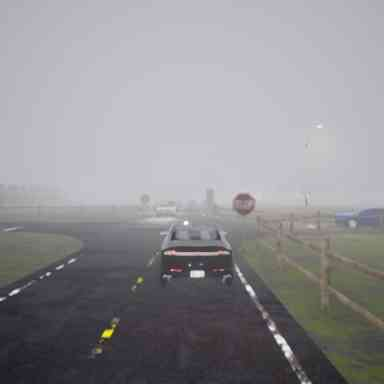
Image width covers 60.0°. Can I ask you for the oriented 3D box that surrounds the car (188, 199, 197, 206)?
[{"bbox_3d":[0.072,2.212,69.947,1.882,1.535,5.008,0,-1,0],"label":"car"}]

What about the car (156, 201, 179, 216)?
[{"bbox_3d":[-2.882,1.998,37.643,1.895,1.301,4.718,0,-1,1],"label":"car"}]

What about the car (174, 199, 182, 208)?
[{"bbox_3d":[-2.844,1.974,47.126,1.882,1.535,5.008,0,-1,0],"label":"car"}]

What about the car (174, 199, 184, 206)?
[{"bbox_3d":[-2.752,2.302,72.812,1.994,1.385,4.181,0,-1,0],"label":"car"}]

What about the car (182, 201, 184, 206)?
[{"bbox_3d":[-2.831,2.178,58.366,1.994,1.385,4.181,0,-1,0],"label":"car"}]

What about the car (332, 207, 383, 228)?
[{"bbox_3d":[12.979,1.852,24.560,5.008,1.535,1.882,0,0,0],"label":"car"}]

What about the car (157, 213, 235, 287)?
[{"bbox_3d":[0.058,1.595,9.669,2.128,1.511,4.902,0,-1,-1],"label":"car"}]
